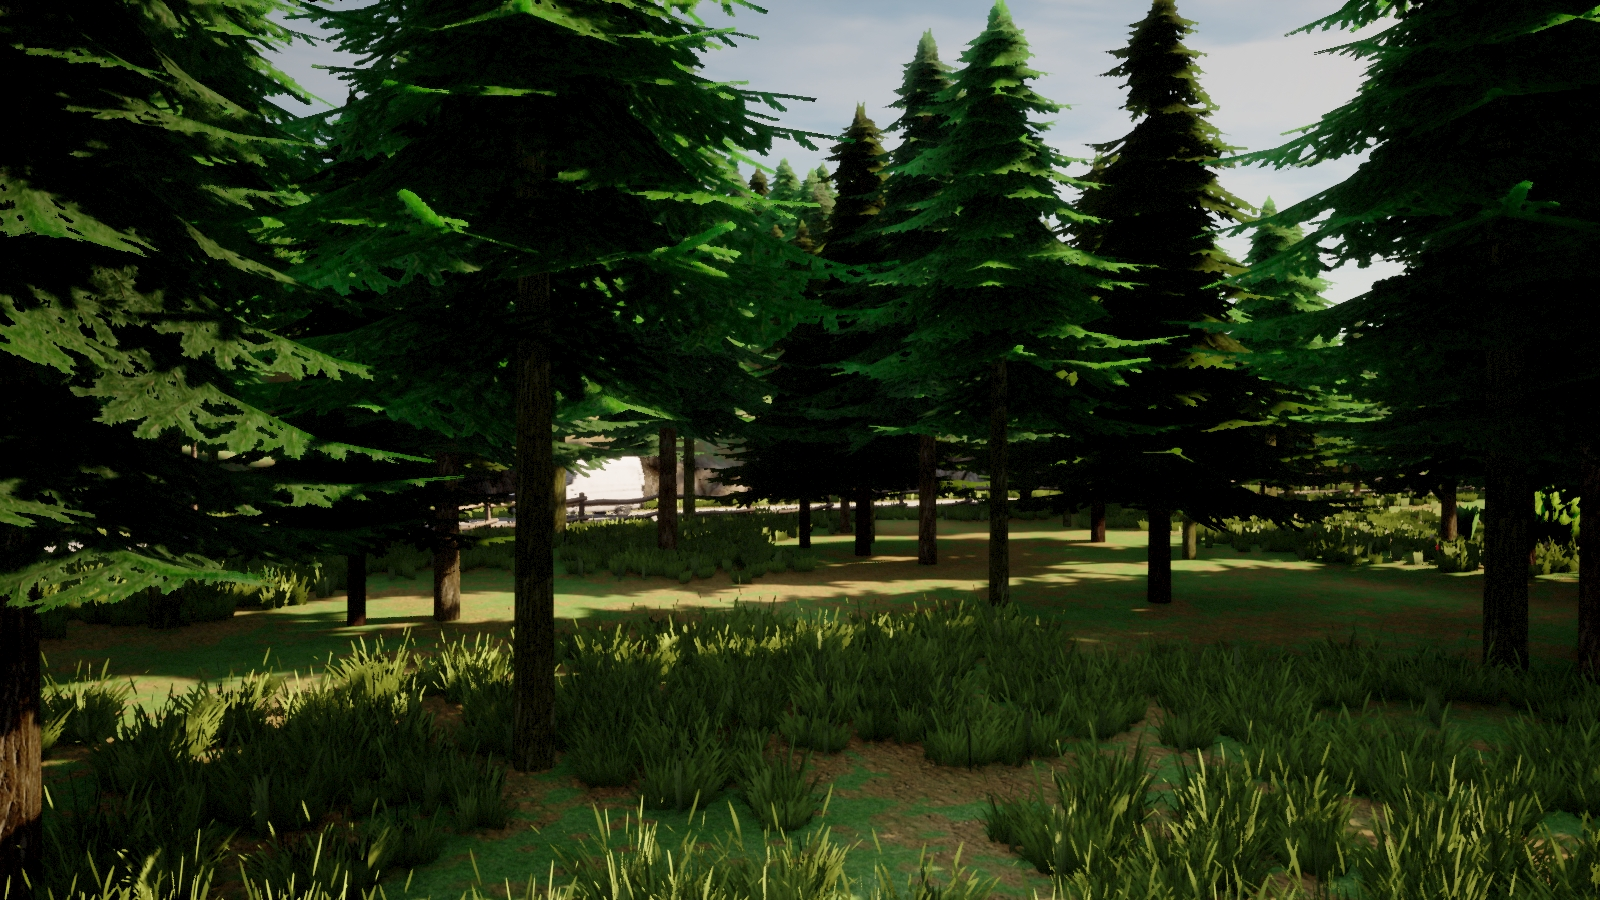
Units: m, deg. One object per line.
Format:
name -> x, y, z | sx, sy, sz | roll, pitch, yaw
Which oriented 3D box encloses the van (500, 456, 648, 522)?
van -> -9.330, 1.534, 47.578 | 5.915, 2.561, 1.988 | 0, 0, -44
